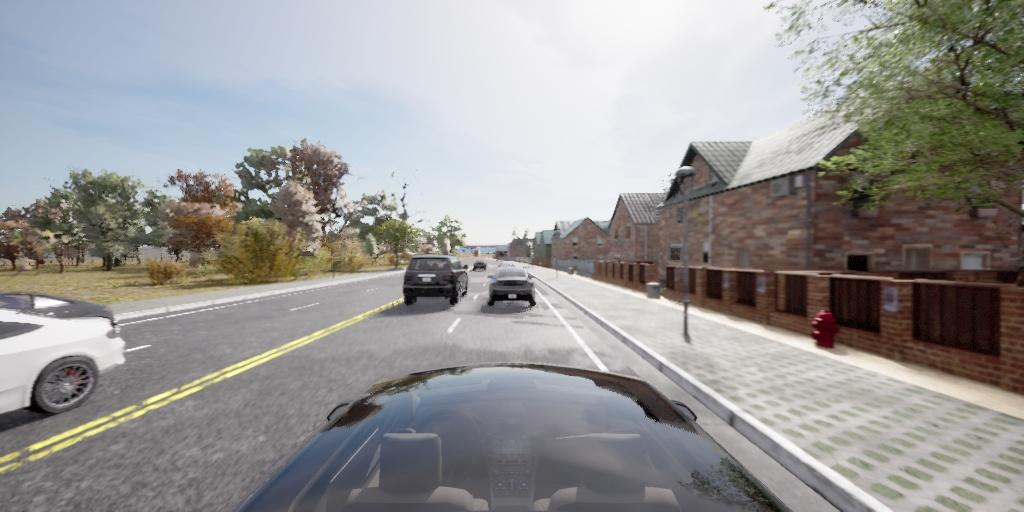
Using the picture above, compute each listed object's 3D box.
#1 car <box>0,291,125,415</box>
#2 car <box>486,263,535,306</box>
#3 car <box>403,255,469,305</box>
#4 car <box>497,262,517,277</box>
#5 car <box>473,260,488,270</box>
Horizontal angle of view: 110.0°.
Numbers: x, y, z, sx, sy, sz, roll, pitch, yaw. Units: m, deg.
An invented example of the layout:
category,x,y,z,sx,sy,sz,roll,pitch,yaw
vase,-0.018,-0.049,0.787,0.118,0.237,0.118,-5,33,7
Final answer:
category,x,y,z,sx,sy,sz,roll,pitch,yaw
car,-6.586,1.283,3.316,1.812,1.442,4.674,0,0,0
car,-0.023,1.256,15.845,1.837,1.490,4.892,0,0,-1
car,-3.273,0.979,16.263,2.150,2.045,5.566,0,0,-1
car,-0.602,1.354,37.169,1.895,1.301,4.718,0,0,-2
car,-4.529,1.267,51.291,1.837,1.490,4.892,0,0,-3
